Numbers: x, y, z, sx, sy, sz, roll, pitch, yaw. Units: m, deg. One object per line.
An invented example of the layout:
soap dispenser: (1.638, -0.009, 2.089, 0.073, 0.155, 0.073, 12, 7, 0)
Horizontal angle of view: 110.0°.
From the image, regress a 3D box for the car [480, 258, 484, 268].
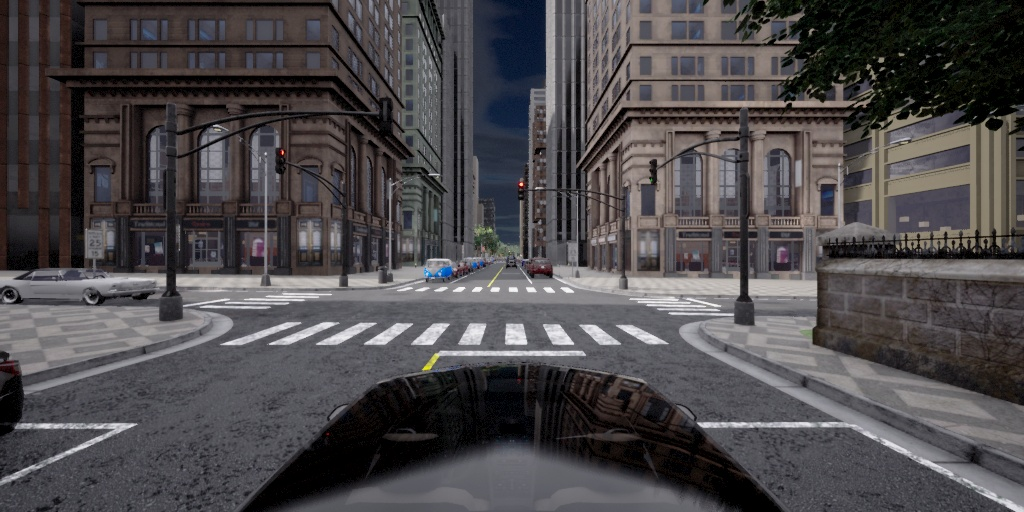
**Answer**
car: (-5.870, 1.347, 55.640, 1.888, 1.381, 4.507, 0, 0, 0)

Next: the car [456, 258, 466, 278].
car: (-5.826, 1.210, 33.875, 1.967, 1.591, 4.097, 0, 0, 0)

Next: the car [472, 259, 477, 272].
car: (-5.848, 1.351, 44.757, 1.948, 1.339, 4.313, 0, 0, 0)

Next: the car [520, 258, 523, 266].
car: (2.656, 1.353, 55.663, 2.007, 1.370, 4.403, 0, 0, 0)

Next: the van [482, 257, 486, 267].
van: (-5.881, 1.151, 61.081, 1.690, 1.789, 3.998, 0, 0, 0)

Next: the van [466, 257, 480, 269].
van: (-5.859, 1.135, 50.198, 1.690, 1.789, 3.998, 0, 0, 0)

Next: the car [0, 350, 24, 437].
car: (-5.763, 1.316, 1.777, 1.948, 1.339, 4.313, 0, 0, 0)

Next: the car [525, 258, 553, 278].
car: (2.699, 1.085, 33.901, 2.192, 1.841, 5.009, 0, 0, 0)

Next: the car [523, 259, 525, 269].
car: (2.688, 1.092, 39.341, 2.192, 1.841, 5.009, 0, 0, 0)

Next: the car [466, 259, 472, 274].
car: (-5.837, 1.323, 39.316, 1.888, 1.381, 4.507, 0, 0, 0)

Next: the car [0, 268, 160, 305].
car: (-16.549, 1.120, 13.679, 4.718, 1.301, 1.895, 1, 0, 0)

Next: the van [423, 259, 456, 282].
van: (-5.816, 1.105, 28.434, 1.690, 1.789, 3.998, 0, 0, 0)

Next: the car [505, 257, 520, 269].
car: (-0.063, 1.312, 59.091, 1.837, 1.490, 4.892, 0, 0, 1)
